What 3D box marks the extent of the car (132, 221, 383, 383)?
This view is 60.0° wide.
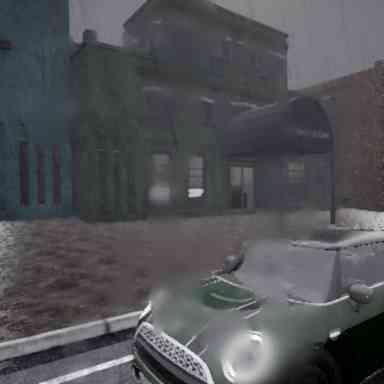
[{"bbox_3d":[1.518,1.349,4.461,4.553,1.767,2.097,0,0,-35],"label":"car"}]
